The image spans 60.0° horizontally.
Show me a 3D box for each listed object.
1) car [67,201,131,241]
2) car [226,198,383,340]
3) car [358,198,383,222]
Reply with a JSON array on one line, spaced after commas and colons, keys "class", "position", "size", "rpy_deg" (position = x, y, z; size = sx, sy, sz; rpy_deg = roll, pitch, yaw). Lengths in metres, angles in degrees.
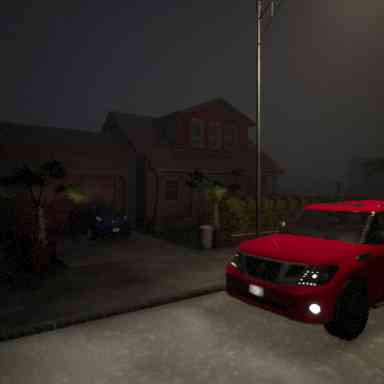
[{"class": "car", "position": [-4.112, 1.174, 14.537], "size": [1.845, 1.501, 3.633], "rpy_deg": [0, 0, -38]}, {"class": "car", "position": [3.291, 1.221, 6.912], "size": [5.566, 2.045, 2.150], "rpy_deg": [0, 0, -35]}, {"class": "car", "position": [15.191, 1.351, 24.794], "size": [2.097, 1.767, 4.553], "rpy_deg": [0, 0, -33]}]
